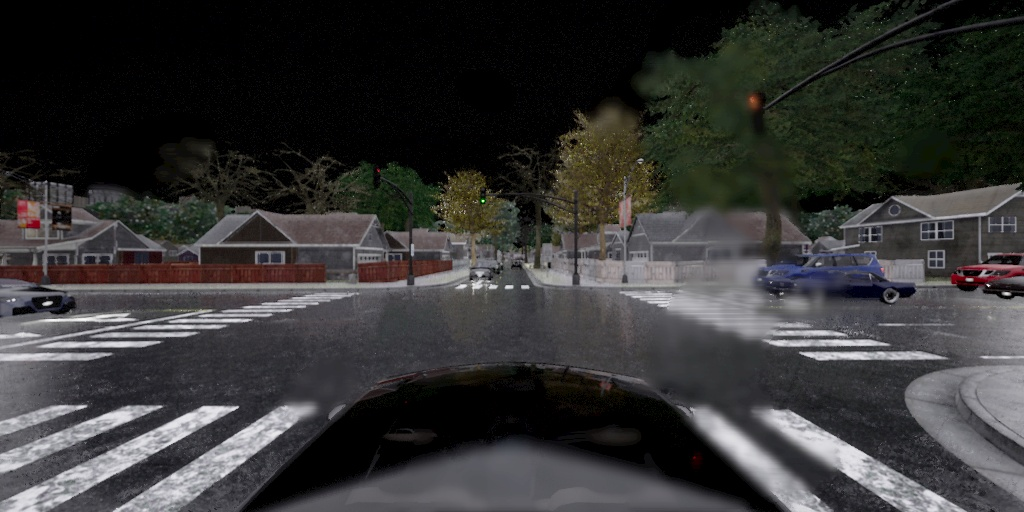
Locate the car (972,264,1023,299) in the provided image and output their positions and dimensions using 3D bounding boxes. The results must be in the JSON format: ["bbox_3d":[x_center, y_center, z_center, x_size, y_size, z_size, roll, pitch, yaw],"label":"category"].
[{"bbox_3d":[23.215,1.168,14.844,5.357,1.411,2.033,0,0,1],"label":"car"}]

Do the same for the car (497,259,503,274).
[{"bbox_3d":[-2.444,1.192,41.709,2.097,1.767,4.553,0,0,1],"label":"car"}]

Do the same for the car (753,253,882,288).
[{"bbox_3d":[15.497,0.891,18.238,5.566,2.045,2.150,0,0,1],"label":"car"}]

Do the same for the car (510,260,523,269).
[{"bbox_3d":[0.778,1.400,61.358,1.837,1.490,4.892,0,0,1],"label":"car"}]

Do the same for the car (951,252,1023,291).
[{"bbox_3d":[25.862,0.830,18.047,5.566,2.045,2.150,0,0,1],"label":"car"}]

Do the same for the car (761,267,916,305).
[{"bbox_3d":[13.565,1.278,15.007,4.718,1.301,1.895,0,0,1],"label":"car"}]

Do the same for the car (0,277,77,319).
[{"bbox_3d":[-17.582,1.433,12.088,4.181,1.385,1.994,0,0,1],"label":"car"}]

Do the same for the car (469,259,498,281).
[{"bbox_3d":[-2.599,1.306,31.418,2.128,1.511,4.902,0,0,0],"label":"car"}]
